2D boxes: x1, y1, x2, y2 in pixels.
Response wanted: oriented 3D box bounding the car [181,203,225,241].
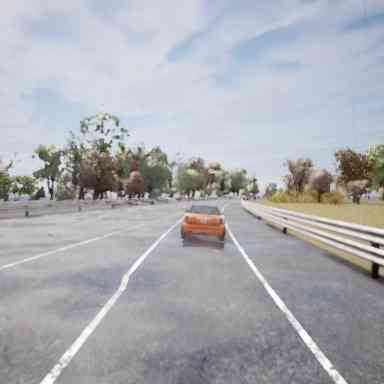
[{"bbox_3d":[0.617,1.376,17.477,2.097,1.767,4.553,4,0,2],"label":"car"}]
